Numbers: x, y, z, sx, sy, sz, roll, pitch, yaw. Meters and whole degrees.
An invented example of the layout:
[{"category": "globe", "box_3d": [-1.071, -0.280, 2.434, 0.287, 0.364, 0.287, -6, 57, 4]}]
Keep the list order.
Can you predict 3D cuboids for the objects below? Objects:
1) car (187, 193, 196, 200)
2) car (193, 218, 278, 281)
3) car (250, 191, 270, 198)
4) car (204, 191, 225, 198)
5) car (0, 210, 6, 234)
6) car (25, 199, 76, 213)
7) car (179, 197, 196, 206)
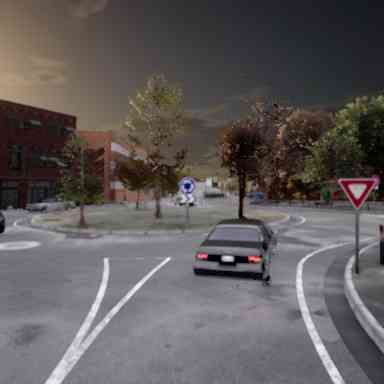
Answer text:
[{"category": "car", "box_3d": [-0.127, 1.120, 77.870, 1.882, 1.535, 5.008, 0, 0, 1]}, {"category": "car", "box_3d": [1.490, 1.504, 9.910, 2.033, 1.411, 5.357, 0, 1, 16]}, {"category": "car", "box_3d": [19.038, 0.888, 91.724, 4.553, 1.767, 2.185, 0, 1, 0]}, {"category": "car", "box_3d": [6.523, 0.763, 94.572, 5.566, 2.045, 2.435, 0, 0, 0]}, {"category": "car", "box_3d": [-11.744, 1.114, 17.531, 5.566, 2.045, 2.150, 2, 1, 45]}, {"category": "car", "box_3d": [-13.874, 1.314, 32.852, 1.895, 1.301, 4.718, 0, 1, 28]}, {"category": "car", "box_3d": [-0.846, 1.237, 48.569, 2.033, 1.411, 5.357, 0, 0, -5]}]
